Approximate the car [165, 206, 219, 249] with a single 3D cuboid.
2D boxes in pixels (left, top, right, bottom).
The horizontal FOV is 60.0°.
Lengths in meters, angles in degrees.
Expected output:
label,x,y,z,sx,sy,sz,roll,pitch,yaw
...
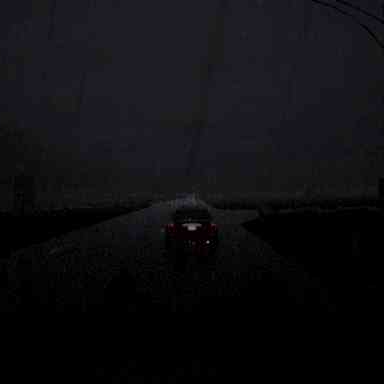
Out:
label,x,y,z,sx,sy,sz,roll,pitch,yaw
car,0.000,1.380,14.621,2.097,1.767,4.553,0,0,0
